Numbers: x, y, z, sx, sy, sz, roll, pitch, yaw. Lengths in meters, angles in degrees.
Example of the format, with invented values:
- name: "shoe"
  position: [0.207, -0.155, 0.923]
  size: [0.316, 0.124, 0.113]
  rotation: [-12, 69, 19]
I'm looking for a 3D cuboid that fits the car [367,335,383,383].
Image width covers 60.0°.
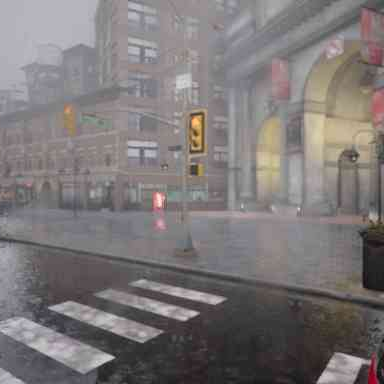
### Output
- name: "car"
  position: [3.800, 1.231, 1.271]
  size: [5.566, 2.045, 2.150]
  rotation: [0, 0, 36]
